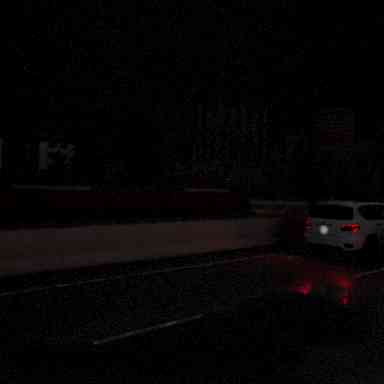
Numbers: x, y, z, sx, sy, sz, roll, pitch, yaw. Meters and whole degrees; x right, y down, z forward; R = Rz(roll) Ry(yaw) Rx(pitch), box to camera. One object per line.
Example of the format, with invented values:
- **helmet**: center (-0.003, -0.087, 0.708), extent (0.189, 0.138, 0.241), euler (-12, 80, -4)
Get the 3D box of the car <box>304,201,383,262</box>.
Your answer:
- **car**: center (6.715, 1.365, 12.949), extent (5.566, 2.045, 2.150), euler (0, 0, -35)
